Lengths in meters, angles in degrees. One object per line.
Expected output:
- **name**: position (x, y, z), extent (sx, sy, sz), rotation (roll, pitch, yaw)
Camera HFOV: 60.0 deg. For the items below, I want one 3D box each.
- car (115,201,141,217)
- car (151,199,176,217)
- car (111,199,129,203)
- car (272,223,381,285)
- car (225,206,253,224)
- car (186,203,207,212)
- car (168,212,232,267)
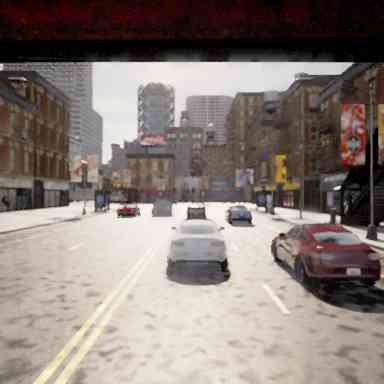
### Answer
- **car**: position (-6.732, 1.996, 35.756), extent (1.895, 1.301, 4.718), rotation (0, -1, 1)
- **car**: position (-3.226, 1.762, 36.725), extent (2.097, 1.767, 4.553), rotation (0, -1, 1)
- **car**: position (-19.510, 2.622, 93.423), extent (4.718, 1.301, 1.895), rotation (0, -1, 30)
- **car**: position (3.665, 1.641, 9.762), extent (1.812, 1.442, 4.674), rotation (0, 0, 1)
- **car**: position (3.871, 1.870, 28.089), extent (2.033, 1.411, 5.357), rotation (0, -1, 1)
- **car**: position (0.431, 1.866, 33.187), extent (2.128, 1.511, 4.902), rotation (0, -1, 1)
- **car**: position (0.202, 1.659, 11.770), extent (1.812, 1.442, 4.674), rotation (0, 0, 1)
